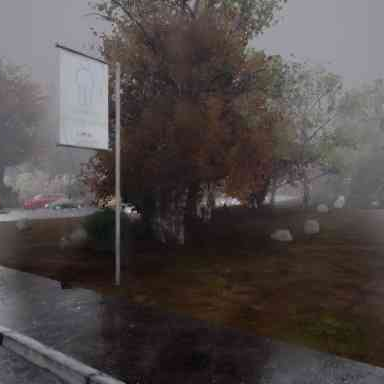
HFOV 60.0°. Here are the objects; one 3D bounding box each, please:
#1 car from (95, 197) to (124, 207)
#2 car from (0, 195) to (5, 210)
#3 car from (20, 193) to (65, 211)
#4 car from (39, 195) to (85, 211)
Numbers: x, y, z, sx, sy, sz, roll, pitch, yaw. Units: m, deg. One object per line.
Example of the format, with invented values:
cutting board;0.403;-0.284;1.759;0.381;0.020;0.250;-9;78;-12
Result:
car;-12.309;1.434;50.188;1.882;1.535;5.008;0;0;38
car;-21.604;1.221;32.786;2.150;2.045;5.566;0;0;39
car;-18.608;1.211;42.143;2.150;2.045;5.566;0;0;38
car;-15.421;1.480;40.535;2.128;1.511;4.902;0;0;38
